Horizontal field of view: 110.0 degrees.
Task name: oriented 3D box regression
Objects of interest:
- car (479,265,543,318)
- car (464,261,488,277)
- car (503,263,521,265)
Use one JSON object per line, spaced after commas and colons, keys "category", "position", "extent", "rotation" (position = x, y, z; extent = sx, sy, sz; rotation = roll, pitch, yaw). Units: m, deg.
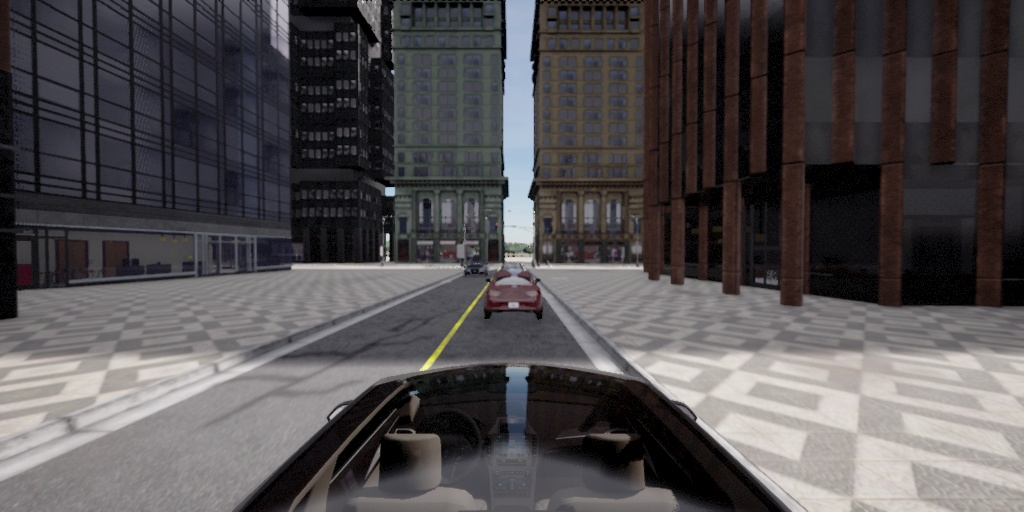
{"category": "car", "position": [0.043, 1.202, 12.458], "extent": [1.812, 1.442, 4.674], "rotation": [0, 1, 0]}
{"category": "car", "position": [-3.182, 1.116, 32.666], "extent": [1.994, 1.385, 4.181], "rotation": [0, 0, 0]}
{"category": "car", "position": [0.003, 1.175, 28.701], "extent": [1.895, 1.301, 4.718], "rotation": [0, 0, 0]}
